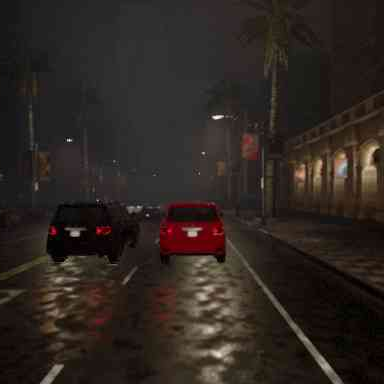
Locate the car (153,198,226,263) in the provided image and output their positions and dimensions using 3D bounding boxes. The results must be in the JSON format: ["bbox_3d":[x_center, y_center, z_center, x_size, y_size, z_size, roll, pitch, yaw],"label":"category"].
[{"bbox_3d":[0.037,1.347,12.552,2.150,2.045,5.566,0,0,1],"label":"car"}]

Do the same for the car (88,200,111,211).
[{"bbox_3d":[-13.920,1.969,50.534,2.231,1.521,4.892,0,-1,-1],"label":"car"}]

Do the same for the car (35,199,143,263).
[{"bbox_3d":[-3.462,1.348,12.599,2.150,2.045,5.566,0,0,1],"label":"car"}]

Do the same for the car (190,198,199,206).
[{"bbox_3d":[0.484,2.177,72.333,1.882,1.535,5.008,0,-1,-1],"label":"car"}]

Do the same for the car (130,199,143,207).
[{"bbox_3d":[-11.000,2.160,65.675,1.812,1.442,4.674,0,0,0],"label":"car"}]

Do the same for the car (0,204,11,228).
[{"bbox_3d":[-13.616,1.559,21.163,2.185,1.767,4.553,0,-1,-1],"label":"car"}]

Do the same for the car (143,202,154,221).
[{"bbox_3d":[-3.570,1.842,28.638,1.994,1.385,4.181,0,0,0],"label":"car"}]

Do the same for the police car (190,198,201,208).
[{"bbox_3d":[0.590,2.029,62.445,1.930,1.638,5.238,0,-1,-1],"label":"police car"}]

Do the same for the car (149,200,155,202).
[{"bbox_3d":[-7.504,2.195,65.700,1.994,1.385,4.181,0,0,0],"label":"car"}]

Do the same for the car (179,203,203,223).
[{"bbox_3d":[-0.074,1.762,29.309,1.882,1.535,5.008,0,0,0],"label":"car"}]
